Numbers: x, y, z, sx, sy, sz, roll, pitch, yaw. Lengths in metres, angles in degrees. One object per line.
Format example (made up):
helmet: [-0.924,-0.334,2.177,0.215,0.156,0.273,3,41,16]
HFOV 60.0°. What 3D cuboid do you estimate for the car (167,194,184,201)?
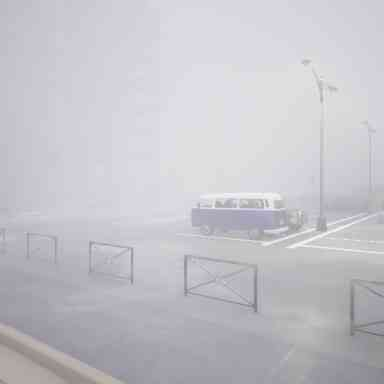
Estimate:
car: [-3.884,1.285,77.466,1.851,1.617,3.988,0,0,36]

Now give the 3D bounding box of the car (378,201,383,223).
car: [13.977,1.395,20.962,3.806,1.475,1.970,0,0,36]

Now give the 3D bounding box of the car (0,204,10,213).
car: [-19.452,1.492,29.948,2.033,1.411,5.357,0,0,36]

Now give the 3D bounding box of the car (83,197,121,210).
car: [-11.184,1.423,41.453,1.882,1.535,5.008,0,1,36]

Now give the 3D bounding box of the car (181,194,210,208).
car: [0.472,1.439,57.514,2.128,1.511,4.902,0,0,36]

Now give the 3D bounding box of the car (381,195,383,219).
car: [17.224,1.153,25.499,4.605,1.855,1.932,0,0,36]
